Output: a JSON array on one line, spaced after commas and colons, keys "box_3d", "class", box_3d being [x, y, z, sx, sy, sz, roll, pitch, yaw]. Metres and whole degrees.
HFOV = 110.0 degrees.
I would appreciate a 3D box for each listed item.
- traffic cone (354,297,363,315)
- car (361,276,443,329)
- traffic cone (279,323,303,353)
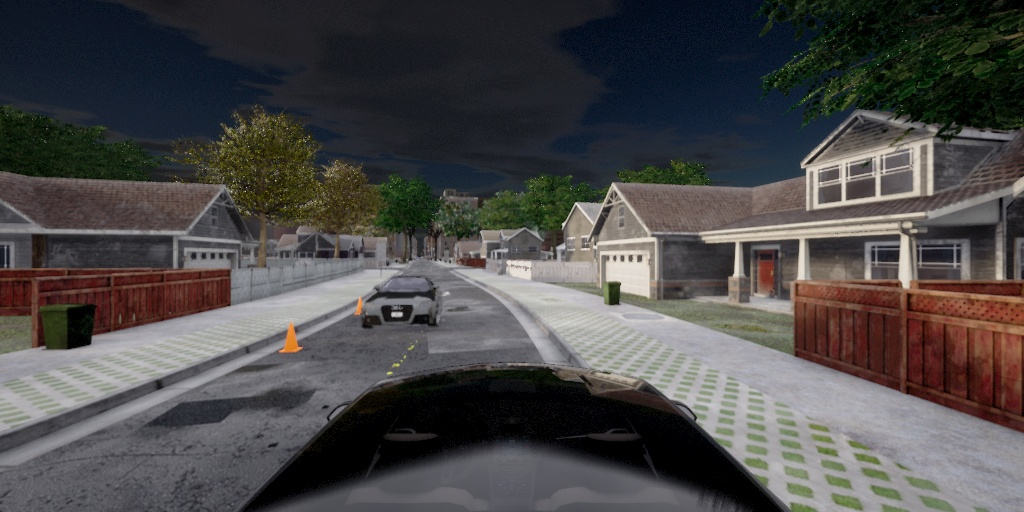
[{"box_3d": [-5.257, 1.712, 12.418, 0.340, 0.580, 0.340, 0, 0, -9], "class": "traffic cone"}, {"box_3d": [-3.228, 1.319, 11.202, 1.994, 1.385, 4.181, 0, 0, -8], "class": "car"}, {"box_3d": [-4.687, 1.709, 7.607, 0.340, 0.580, 0.340, 0, 0, -5], "class": "traffic cone"}]
